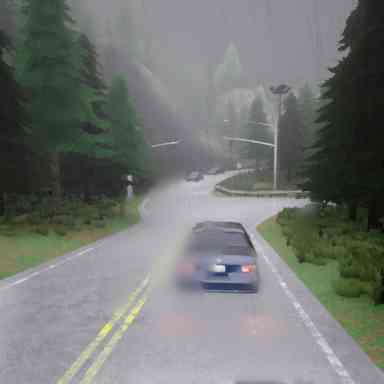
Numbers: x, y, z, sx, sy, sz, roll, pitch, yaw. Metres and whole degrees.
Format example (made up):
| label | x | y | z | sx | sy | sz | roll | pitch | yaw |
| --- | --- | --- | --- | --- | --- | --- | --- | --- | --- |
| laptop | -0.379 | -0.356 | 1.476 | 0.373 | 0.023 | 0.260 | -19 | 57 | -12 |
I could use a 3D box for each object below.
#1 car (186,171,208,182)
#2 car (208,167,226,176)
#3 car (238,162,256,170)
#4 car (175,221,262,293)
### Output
| label | x | y | z | sx | sy | sz | roll | pitch | yaw |
| --- | --- | --- | --- | --- | --- | --- | --- | --- | --- |
| car | 0.560 | -2.569 | 55.103 | 1.837 | 1.490 | 4.892 | 2 | 10 | 19 |
| car | 4.630 | -4.050 | 63.646 | 2.128 | 1.511 | 4.902 | 4 | 10 | 36 |
| car | 11.869 | -5.480 | 71.021 | 4.892 | 1.490 | 1.837 | -9 | 9 | -36 |
| car | 0.726 | 1.497 | 8.877 | 2.033 | 1.411 | 5.357 | 0 | 0 | 5 |
